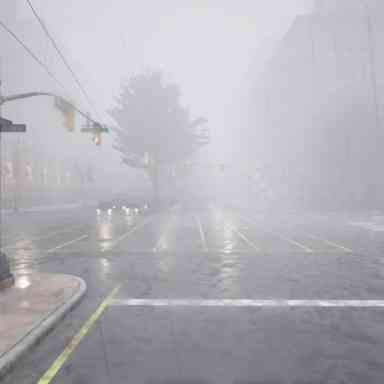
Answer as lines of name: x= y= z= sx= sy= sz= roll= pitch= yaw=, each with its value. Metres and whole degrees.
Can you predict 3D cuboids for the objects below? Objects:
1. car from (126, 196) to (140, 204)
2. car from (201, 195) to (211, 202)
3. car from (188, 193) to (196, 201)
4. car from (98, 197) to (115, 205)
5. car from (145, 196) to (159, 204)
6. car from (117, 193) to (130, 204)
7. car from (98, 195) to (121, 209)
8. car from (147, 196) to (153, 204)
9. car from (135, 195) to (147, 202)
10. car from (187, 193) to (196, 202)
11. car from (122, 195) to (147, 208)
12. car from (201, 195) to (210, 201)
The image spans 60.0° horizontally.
car: x=-11.550 y=1.564 z=65.415 sx=1.994 sy=1.385 sz=4.181 roll=0 pitch=0 yaw=0
car: x=3.440 y=1.595 z=78.001 sx=1.895 sy=1.301 sz=4.718 roll=0 pitch=0 yaw=0
car: x=-0.066 y=1.225 z=87.062 sx=2.150 sy=2.045 sz=5.566 roll=0 pitch=0 yaw=0
car: x=-14.793 y=1.595 z=57.823 sx=1.895 sy=1.301 sz=4.718 roll=0 pitch=0 yaw=0
car: x=-8.051 y=1.547 z=67.378 sx=2.033 sy=1.411 sz=5.357 roll=0 pitch=0 yaw=0
car: x=-11.580 y=1.221 z=55.531 sx=2.150 sy=2.045 sz=5.566 roll=0 pitch=0 yaw=1
car: x=-11.623 y=1.526 z=46.119 sx=1.812 sy=1.442 sz=4.674 roll=0 pitch=0 yaw=0
car: x=-8.073 y=1.564 z=56.757 sx=1.994 sy=1.385 sz=4.181 roll=0 pitch=0 yaw=1
car: x=-11.558 y=1.525 z=75.649 sx=2.128 sy=1.511 sz=4.902 roll=0 pitch=0 yaw=0
car: x=-0.059 y=1.540 z=76.821 sx=2.033 sy=1.411 sz=5.357 roll=0 pitch=0 yaw=0
car: x=-8.124 y=1.547 z=47.520 sx=2.033 sy=1.411 sz=5.357 roll=0 pitch=0 yaw=0
car: x=3.434 y=1.525 z=87.034 sx=2.128 sy=1.511 sz=4.902 roll=0 pitch=0 yaw=0
